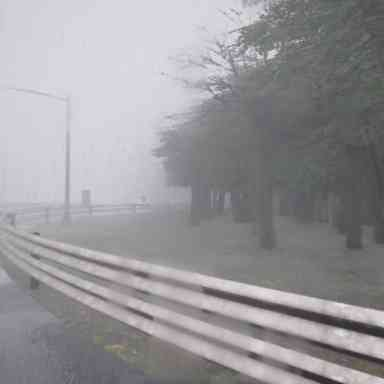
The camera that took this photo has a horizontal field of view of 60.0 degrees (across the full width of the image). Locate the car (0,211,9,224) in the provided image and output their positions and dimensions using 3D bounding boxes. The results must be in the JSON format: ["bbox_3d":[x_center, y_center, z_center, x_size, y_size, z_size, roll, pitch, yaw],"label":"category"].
[{"bbox_3d":[-15.053,1.823,24.337,1.812,1.442,4.674,1,-1,-11],"label":"car"}]
